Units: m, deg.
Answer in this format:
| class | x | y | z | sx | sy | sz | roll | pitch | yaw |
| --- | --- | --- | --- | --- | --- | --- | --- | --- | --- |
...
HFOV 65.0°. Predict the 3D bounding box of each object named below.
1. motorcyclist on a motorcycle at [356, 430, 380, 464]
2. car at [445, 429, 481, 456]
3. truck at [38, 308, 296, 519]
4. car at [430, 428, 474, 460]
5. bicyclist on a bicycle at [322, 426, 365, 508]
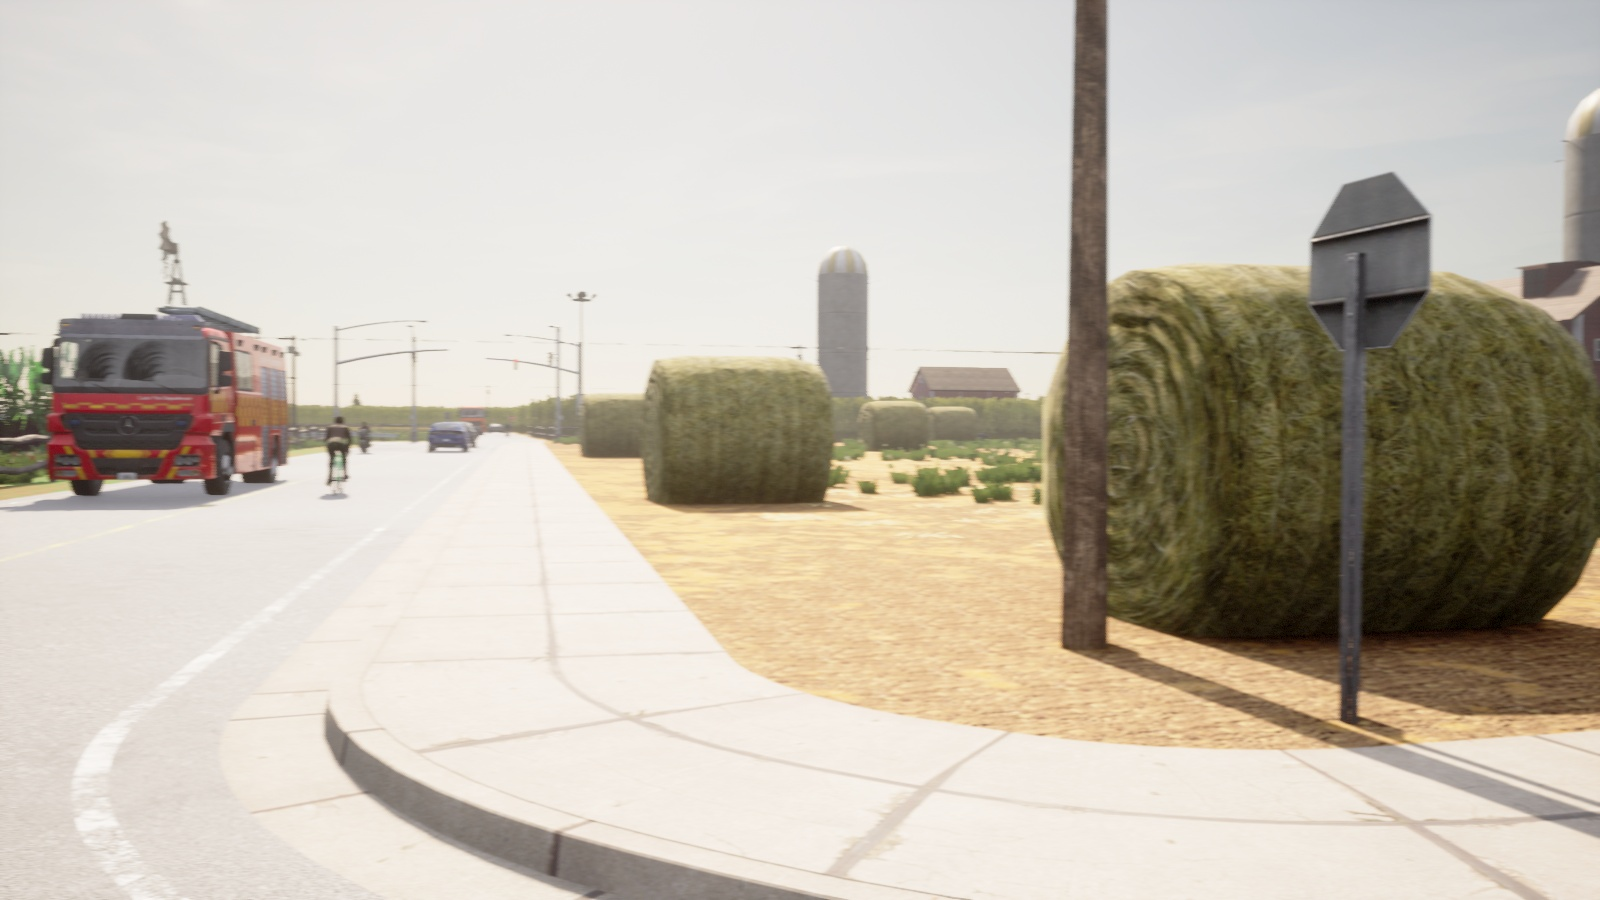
| class | x | y | z | sx | sy | sz | roll | pitch | yaw |
| --- | --- | --- | --- | --- | --- | --- | --- | --- | --- |
| motorcyclist on a motorcycle | -20.028 | -0.154 | 58.265 | 0.797 | 1.523 | 2.044 | -1 | 1 | -12 |
| car | -20.051 | -0.475 | 74.817 | 1.837 | 1.490 | 4.892 | -1 | 1 | -12 |
| truck | -13.294 | -0.760 | 27.269 | 2.891 | 3.827 | 8.468 | -1 | 1 | -12 |
| car | -17.696 | -0.313 | 63.997 | 1.882 | 1.535 | 5.008 | -1 | 1 | -12 |
| bicyclist on a bicycle | -9.379 | 0.327 | 25.838 | 0.582 | 1.620 | 1.656 | -1 | 1 | -12 |
